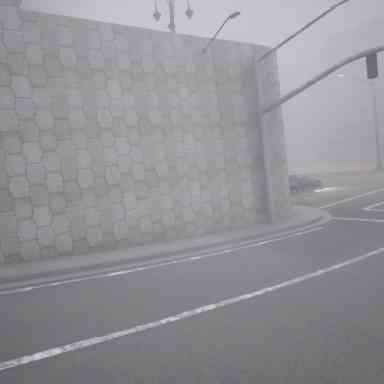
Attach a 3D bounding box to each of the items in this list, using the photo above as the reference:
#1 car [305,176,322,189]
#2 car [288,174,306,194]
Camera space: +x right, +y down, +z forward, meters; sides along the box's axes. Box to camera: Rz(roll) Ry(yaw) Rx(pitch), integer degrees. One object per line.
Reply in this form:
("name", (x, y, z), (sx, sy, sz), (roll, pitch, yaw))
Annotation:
("car", (9.632, -0.904, 30.406), (1.994, 1.385, 4.181), (-10, 6, -34))
("car", (6.811, -0.600, 28.343), (2.097, 1.767, 4.553), (-10, 6, -35))
